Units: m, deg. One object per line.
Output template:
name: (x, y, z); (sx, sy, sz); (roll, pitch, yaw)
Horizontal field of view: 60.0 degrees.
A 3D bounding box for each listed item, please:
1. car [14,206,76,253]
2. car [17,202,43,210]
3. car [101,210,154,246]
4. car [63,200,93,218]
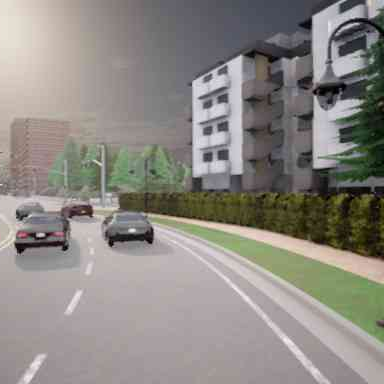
car: (-6.067, 1.532, 13.873); (2.033, 1.411, 5.357); (0, 0, -19)
car: (-13.296, 1.542, 27.469); (1.994, 1.385, 4.181); (0, 0, -32)
car: (-3.062, 1.526, 15.373); (1.994, 1.385, 4.181); (0, 0, -19)
car: (-9.999, 1.432, 28.817); (1.882, 1.535, 5.008); (0, 0, -31)
